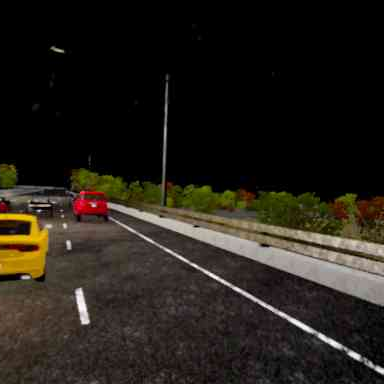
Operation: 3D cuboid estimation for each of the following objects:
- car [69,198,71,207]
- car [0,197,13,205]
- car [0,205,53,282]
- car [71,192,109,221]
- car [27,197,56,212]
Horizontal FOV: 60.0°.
[{"bbox_3d":[-14.248,1.097,41.261,2.128,1.511,4.902,2,0,-22],"label":"car"},{"bbox_3d":[-16.549,1.067,28.346,1.994,1.385,4.181,2,0,-22],"label":"car"},{"bbox_3d":[-4.939,1.331,9.047,1.882,1.535,5.008,2,0,-22],"label":"car"},{"bbox_3d":[-7.660,1.012,25.059,2.150,2.045,5.566,2,-1,-22],"label":"car"},{"bbox_3d":[-11.919,1.146,26.248,2.128,1.511,4.902,2,0,-22],"label":"car"}]
